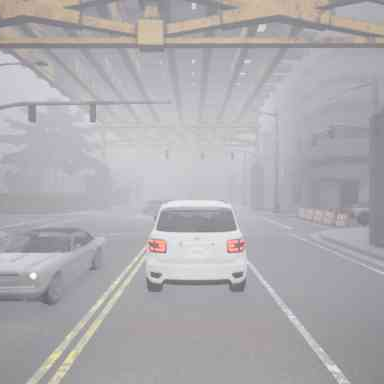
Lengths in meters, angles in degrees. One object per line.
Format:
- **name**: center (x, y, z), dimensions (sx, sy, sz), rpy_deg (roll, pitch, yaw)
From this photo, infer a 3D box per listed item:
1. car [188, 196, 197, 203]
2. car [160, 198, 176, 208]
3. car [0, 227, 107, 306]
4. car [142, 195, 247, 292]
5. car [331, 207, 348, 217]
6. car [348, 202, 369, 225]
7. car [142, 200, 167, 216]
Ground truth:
- **car**: center (0.147, 1.526, 68.196), dimensions (1.812, 1.442, 4.674), rpy_deg (0, 0, 0)
- **car**: center (-3.537, 1.564, 50.077), dimensions (1.994, 1.385, 4.181), rpy_deg (0, 0, 1)
- **car**: center (-3.595, 1.601, 8.158), dimensions (1.895, 1.301, 4.718), rpy_deg (0, 0, 0)
- **car**: center (0.085, 1.221, 9.075), dimensions (2.150, 2.045, 5.566), rpy_deg (0, 0, 0)
- **car**: center (13.653, 1.295, 26.257), dimensions (4.536, 1.218, 1.853), rpy_deg (0, 0, 25)
- **car**: center (13.277, 1.453, 22.120), dimensions (4.974, 1.542, 2.038), rpy_deg (0, 0, -20)
- **car**: center (-3.654, 1.526, 33.185), dimensions (1.812, 1.442, 4.674), rpy_deg (0, 0, 1)
